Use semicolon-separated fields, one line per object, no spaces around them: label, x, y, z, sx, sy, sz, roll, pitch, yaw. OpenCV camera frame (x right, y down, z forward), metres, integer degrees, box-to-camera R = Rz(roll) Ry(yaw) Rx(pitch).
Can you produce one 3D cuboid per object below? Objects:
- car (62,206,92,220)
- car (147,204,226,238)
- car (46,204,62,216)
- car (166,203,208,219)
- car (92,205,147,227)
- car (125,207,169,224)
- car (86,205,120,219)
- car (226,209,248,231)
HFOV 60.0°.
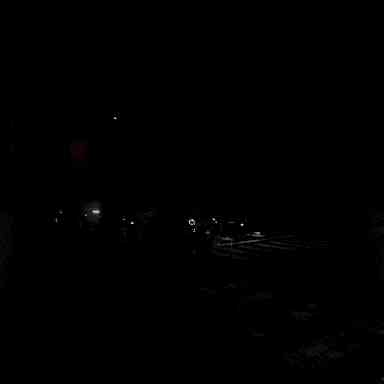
car;-11.888;2.214;35.311;1.994;1.385;4.181;0;-1;-36
car;-0.474;1.636;19.644;2.097;1.767;4.553;0;-1;-36
car;-17.716;2.331;43.350;2.128;1.511;4.902;0;-1;-36
car;-0.626;2.021;36.736;2.128;1.511;4.902;0;-1;-36
car;-6.052;2.009;27.299;2.033;1.411;5.357;0;-1;-35
car;-4.201;2.082;30.271;1.895;1.301;4.718;0;-1;-36
car;-10.422;2.230;38.810;2.033;1.411;5.357;0;-1;-36
car;1.628;1.800;22.280;1.837;1.490;4.892;0;-1;-36
